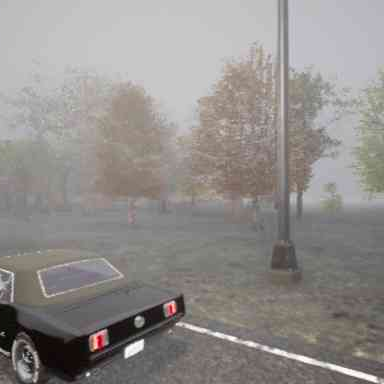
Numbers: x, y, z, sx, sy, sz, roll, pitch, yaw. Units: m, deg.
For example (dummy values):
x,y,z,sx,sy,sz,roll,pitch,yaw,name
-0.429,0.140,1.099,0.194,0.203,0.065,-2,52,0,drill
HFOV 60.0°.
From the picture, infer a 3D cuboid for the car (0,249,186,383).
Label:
x,y,z,sx,sy,sz,roll,pitch,yaw,name
-2.509,1.618,5.342,4.718,1.301,1.895,0,0,35,car
